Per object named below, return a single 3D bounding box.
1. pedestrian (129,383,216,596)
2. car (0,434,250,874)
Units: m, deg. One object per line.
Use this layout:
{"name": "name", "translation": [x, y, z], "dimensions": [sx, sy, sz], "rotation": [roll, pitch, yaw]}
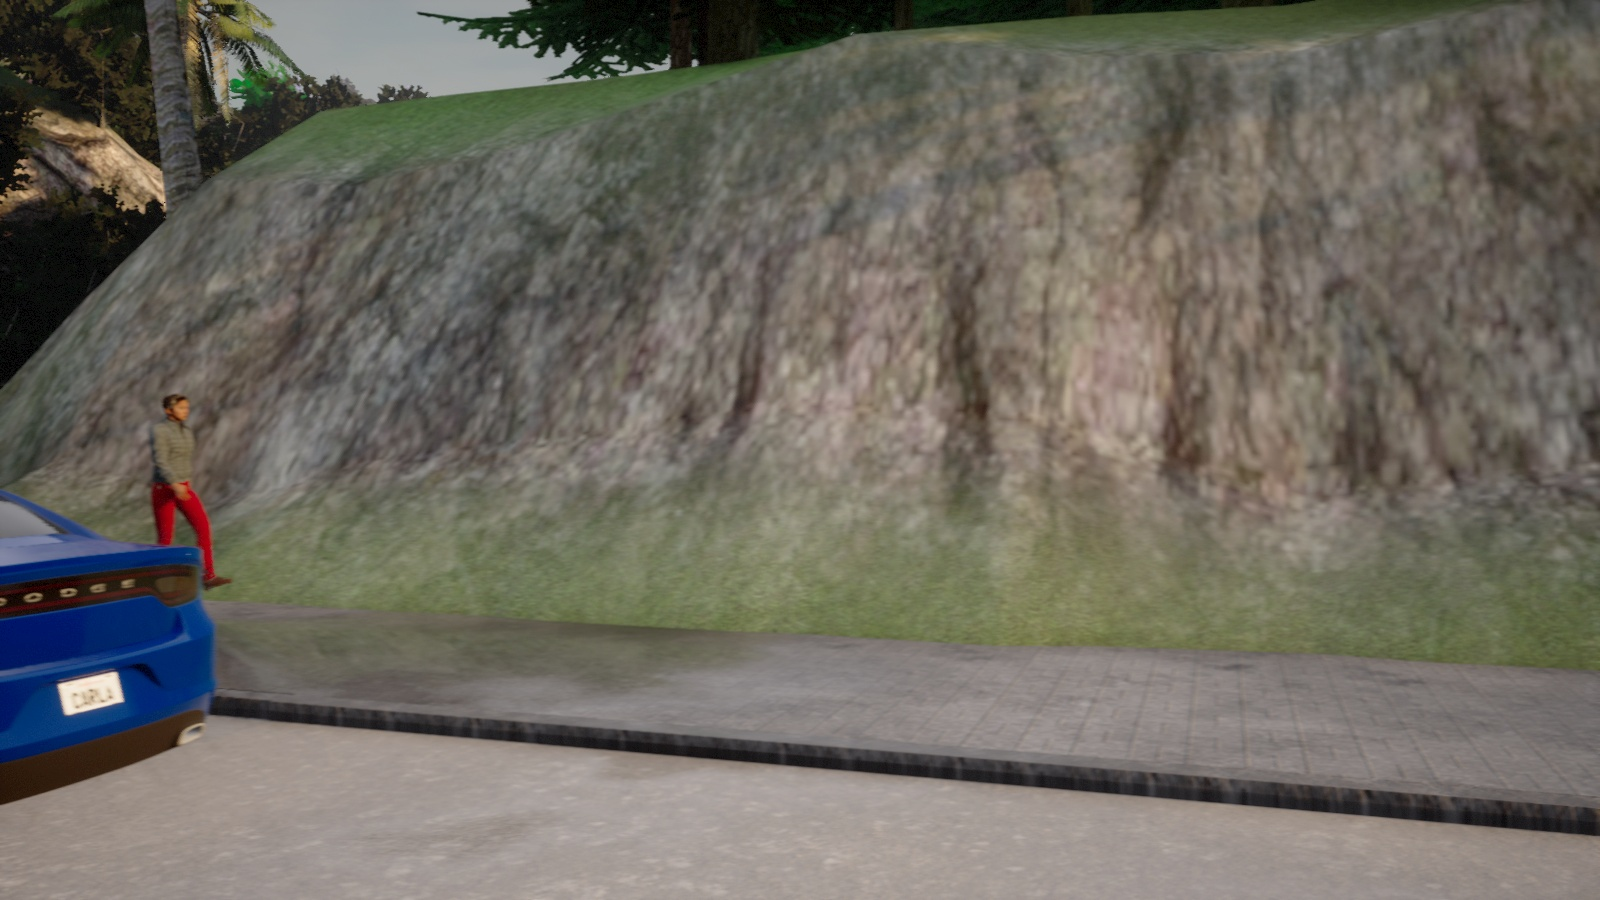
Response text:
{"name": "pedestrian", "translation": [-5.558, 0.336, 11.136], "dimensions": [0.614, 1.847, 0.353], "rotation": [1, 1, 18]}
{"name": "car", "translation": [-5.101, 0.697, 5.442], "dimensions": [5.008, 1.535, 1.882], "rotation": [1, 1, 19]}
